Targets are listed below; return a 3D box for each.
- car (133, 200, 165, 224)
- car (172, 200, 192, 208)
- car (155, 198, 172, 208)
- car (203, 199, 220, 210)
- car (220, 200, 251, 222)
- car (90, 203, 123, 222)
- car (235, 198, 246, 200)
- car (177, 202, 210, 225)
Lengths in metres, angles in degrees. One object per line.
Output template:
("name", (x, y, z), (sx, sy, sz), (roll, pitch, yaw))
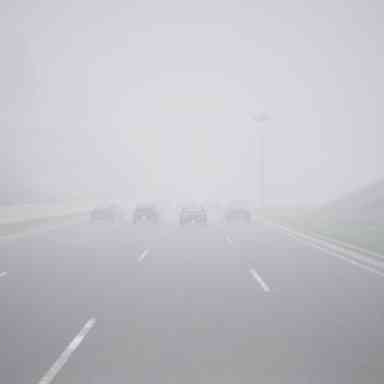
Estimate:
("car", (-3.408, 1.604, 26.048), (1.837, 1.490, 4.892), (0, 0, 0))
("car", (-0.797, 1.779, 47.112), (1.895, 1.301, 4.718), (0, 0, 18))
("car", (-4.260, 1.687, 48.289), (1.837, 1.490, 4.892), (0, 0, 18))
("car", (2.816, 1.665, 46.830), (2.128, 1.511, 4.902), (0, -1, 19))
("car", (3.580, 1.628, 27.142), (1.812, 1.442, 4.674), (0, 0, 0))
("car", (-6.920, 1.629, 27.139), (1.812, 1.442, 4.674), (0, 0, 0))
("car", (7.145, 1.659, 48.286), (1.882, 1.535, 5.008), (0, 0, 23))
("car", (0.092, 1.694, 24.594), (1.895, 1.301, 4.718), (0, 0, 0))
